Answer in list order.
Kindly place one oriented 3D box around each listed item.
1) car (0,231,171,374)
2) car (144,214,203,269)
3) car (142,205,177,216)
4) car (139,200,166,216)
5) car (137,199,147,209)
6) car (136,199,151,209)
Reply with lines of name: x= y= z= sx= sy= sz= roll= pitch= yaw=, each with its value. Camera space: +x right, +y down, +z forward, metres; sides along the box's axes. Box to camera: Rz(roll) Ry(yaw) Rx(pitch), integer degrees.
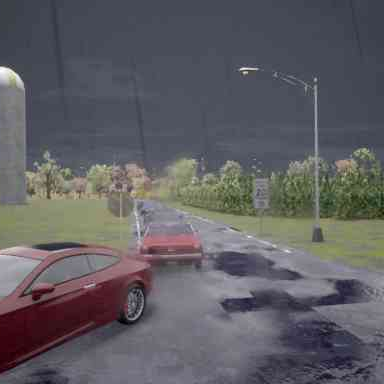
car: x=-2.392 y=1.557 z=5.059 sx=1.812 sy=1.442 sz=4.674 roll=0 pitch=-1 yaw=29
car: x=-0.743 y=1.665 z=11.376 sx=1.895 sy=1.301 sz=4.718 roll=-1 pitch=0 yaw=-5
car: x=-1.459 y=1.650 z=17.822 sx=1.994 sy=1.385 sz=4.181 roll=-1 pitch=0 yaw=-10
car: x=-2.432 y=1.602 z=23.455 sx=2.128 sy=1.511 sz=4.902 roll=-1 pitch=0 yaw=-10
car: x=-4.426 y=1.722 z=34.613 sx=1.994 sy=1.385 sz=4.181 roll=-1 pitch=0 yaw=-10
car: x=-7.430 y=1.780 z=50.644 sx=2.033 sy=1.411 sz=5.357 roll=-1 pitch=0 yaw=-11
